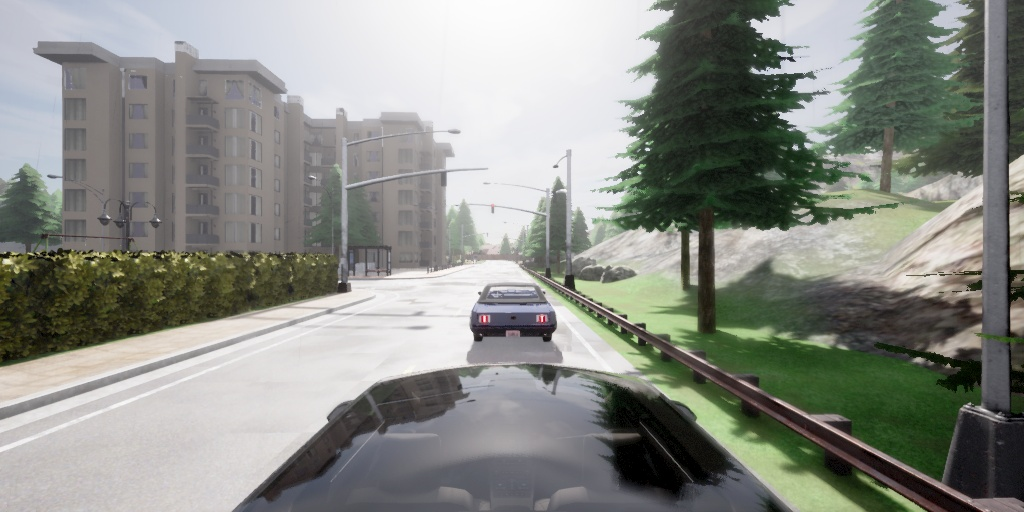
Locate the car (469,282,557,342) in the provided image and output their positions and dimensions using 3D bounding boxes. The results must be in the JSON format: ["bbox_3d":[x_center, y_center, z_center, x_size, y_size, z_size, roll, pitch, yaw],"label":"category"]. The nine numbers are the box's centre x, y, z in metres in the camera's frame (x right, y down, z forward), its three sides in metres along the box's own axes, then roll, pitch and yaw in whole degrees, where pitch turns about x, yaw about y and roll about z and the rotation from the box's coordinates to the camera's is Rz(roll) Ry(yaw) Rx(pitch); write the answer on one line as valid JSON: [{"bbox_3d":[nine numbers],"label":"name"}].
[{"bbox_3d":[-0.003,1.351,9.771,1.895,1.301,4.718,0,0,-1],"label":"car"}]
